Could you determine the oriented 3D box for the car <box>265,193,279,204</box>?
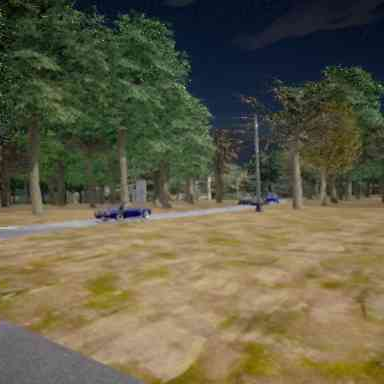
[{"bbox_3d":[14.662,1.130,61.480,2.150,2.045,5.566,-2,-1,21],"label":"car"}]

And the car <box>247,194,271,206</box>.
[{"bbox_3d":[10.571,1.490,52.343,1.994,1.385,4.181,-3,-1,26],"label":"car"}]

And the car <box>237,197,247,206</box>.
[{"bbox_3d":[9.283,1.591,56.635,2.033,1.411,5.357,-3,-1,25],"label":"car"}]

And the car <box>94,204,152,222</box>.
[{"bbox_3d":[-5.332,1.617,26.362,1.895,1.301,4.718,-3,-1,34],"label":"car"}]
